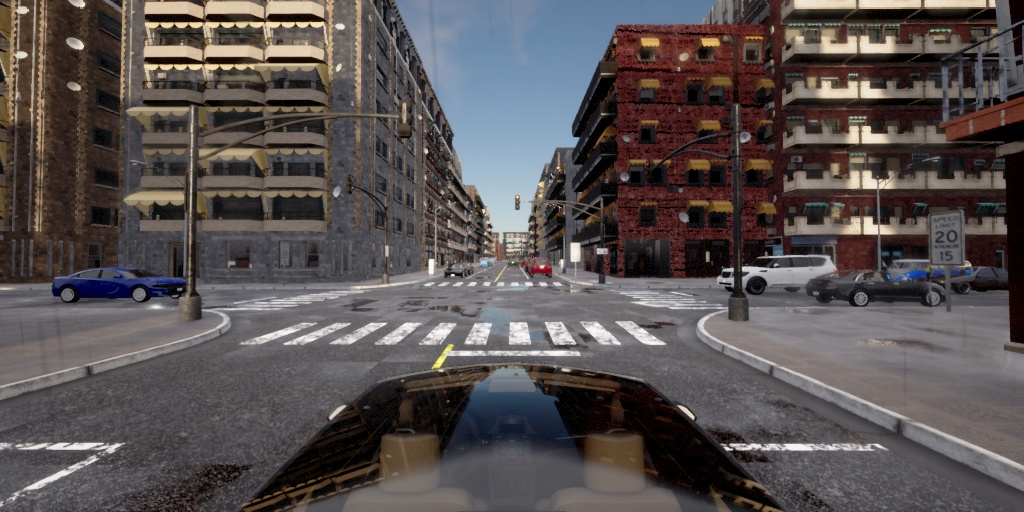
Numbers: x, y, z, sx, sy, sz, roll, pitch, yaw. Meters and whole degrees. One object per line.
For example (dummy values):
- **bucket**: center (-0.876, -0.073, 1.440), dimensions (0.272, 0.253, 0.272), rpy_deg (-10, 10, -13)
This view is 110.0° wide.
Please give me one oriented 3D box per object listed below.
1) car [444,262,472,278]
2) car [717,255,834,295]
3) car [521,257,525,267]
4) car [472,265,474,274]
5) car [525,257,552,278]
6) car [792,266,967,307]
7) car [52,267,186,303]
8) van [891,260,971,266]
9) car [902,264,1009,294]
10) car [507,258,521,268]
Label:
- **car**: center (-5.243, 1.328, 33.942), dimensions (1.948, 1.339, 4.313), rpy_deg (0, 0, 0)
- **car**: center (14.066, 0.970, 19.088), dimensions (5.566, 2.045, 2.150), rpy_deg (0, -1, 0)
- **car**: center (2.662, 1.086, 45.093), dimensions (2.192, 1.841, 5.009), rpy_deg (0, 0, 0)
- **car**: center (-5.231, 1.331, 39.503), dimensions (1.948, 1.339, 4.313), rpy_deg (0, 0, 0)
- **car**: center (2.638, 1.077, 33.970), dimensions (2.192, 1.841, 5.009), rpy_deg (0, 0, 0)
- **car**: center (13.771, 1.186, 13.652), dimensions (4.403, 1.370, 2.007), rpy_deg (0, 0, 0)
- **car**: center (-17.582, 1.254, 16.284), dimensions (5.008, 1.535, 1.882), rpy_deg (0, -1, 0)
- **van**: center (24.946, 1.115, 21.479), dimensions (3.998, 1.789, 1.690), rpy_deg (0, 0, 0)
- **car**: center (24.562, 1.271, 19.028), dimensions (5.357, 1.411, 2.033), rpy_deg (0, -1, 0)
- **car**: center (0.235, 1.179, 64.489), dimensions (2.097, 1.767, 4.553), rpy_deg (0, 0, 0)
